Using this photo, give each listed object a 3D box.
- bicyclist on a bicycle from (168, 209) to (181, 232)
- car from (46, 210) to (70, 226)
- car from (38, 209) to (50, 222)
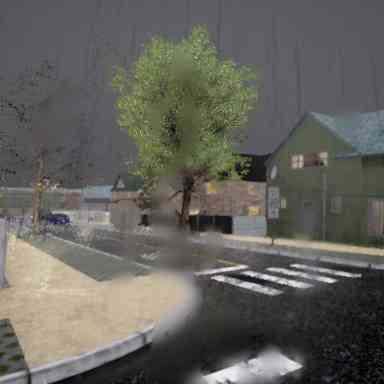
[{"bbox_3d":[-1.045,2.063,24.144,1.656,1.620,0.582,-2,1,-34],"label":"bicyclist on a bicycle"},{"bbox_3d":[-16.850,3.438,42.142,1.882,1.535,5.008,1,-3,-34],"label":"car"},{"bbox_3d":[-22.799,3.641,50.803,2.150,2.045,5.566,1,-3,-34],"label":"car"}]
